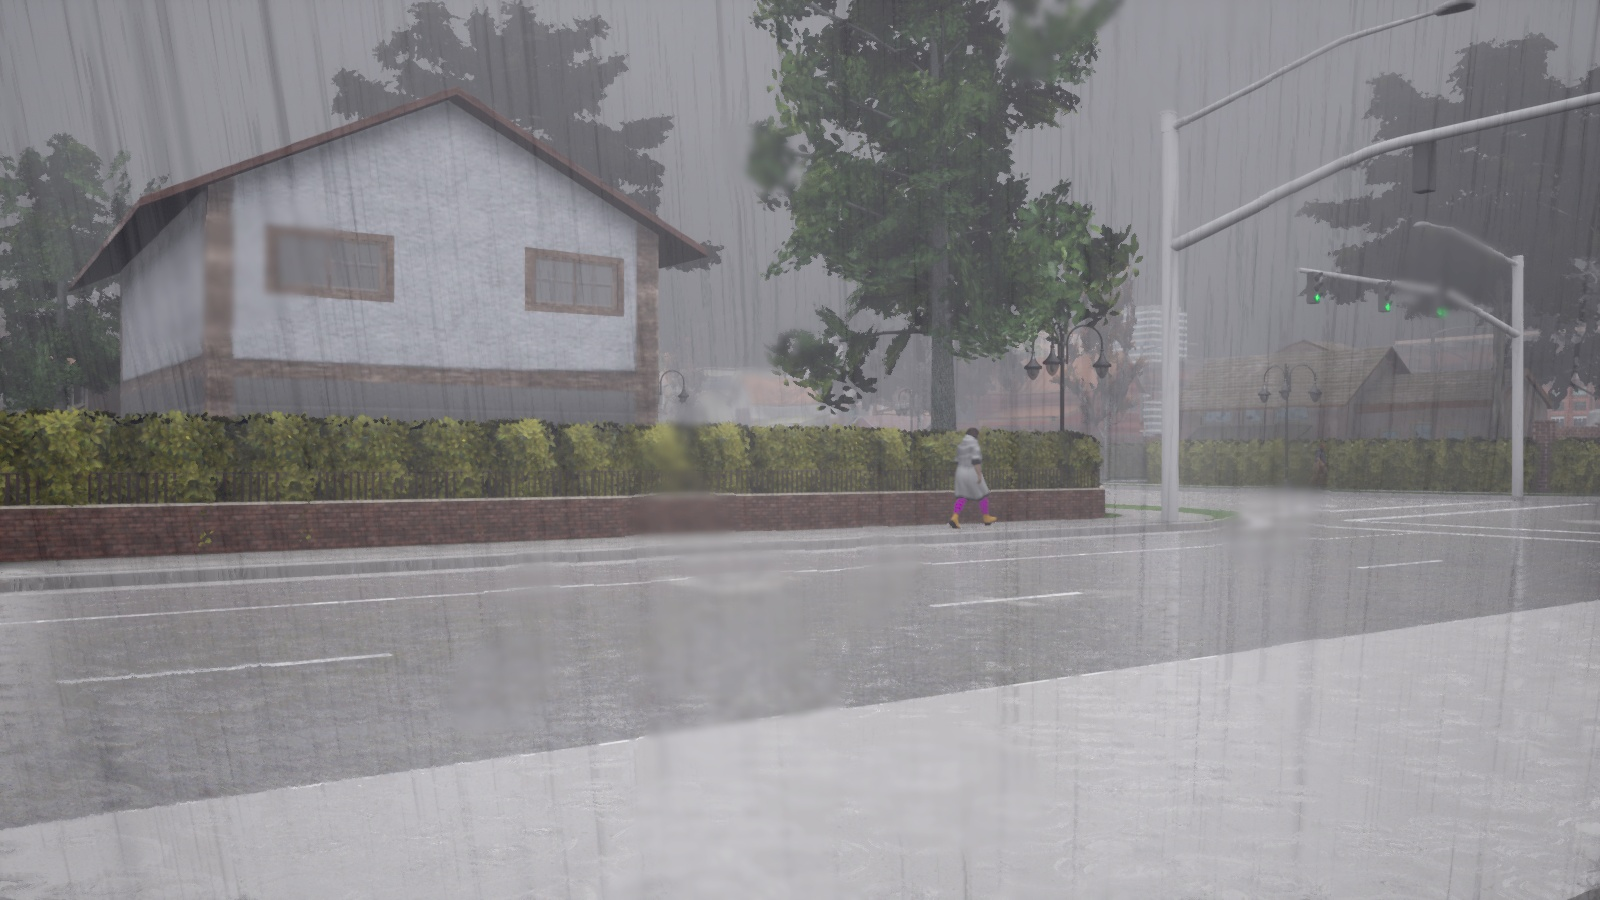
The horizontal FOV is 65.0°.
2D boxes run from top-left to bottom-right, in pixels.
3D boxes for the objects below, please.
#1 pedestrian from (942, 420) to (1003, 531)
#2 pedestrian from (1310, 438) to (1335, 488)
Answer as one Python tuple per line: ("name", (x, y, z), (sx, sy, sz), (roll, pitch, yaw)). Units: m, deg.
("pedestrian", (3.101, 0.448, 22.554), (0.873, 1.952, 0.659), (0, 0, -36))
("pedestrian", (19.615, 0.472, 47.143), (0.540, 1.848, 0.694), (0, 0, -34))
